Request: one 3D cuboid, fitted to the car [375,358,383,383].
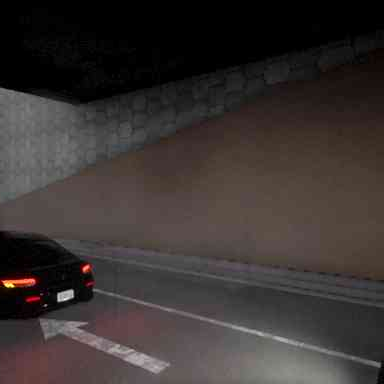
[{"bbox_3d":[3.503,1.503,1.416,4.892,1.490,1.837,0,0,36],"label":"car"}]

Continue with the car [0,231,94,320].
[{"bbox_3d":[-3.940,1.533,6.781,4.674,1.442,1.812,0,0,36],"label":"car"}]
